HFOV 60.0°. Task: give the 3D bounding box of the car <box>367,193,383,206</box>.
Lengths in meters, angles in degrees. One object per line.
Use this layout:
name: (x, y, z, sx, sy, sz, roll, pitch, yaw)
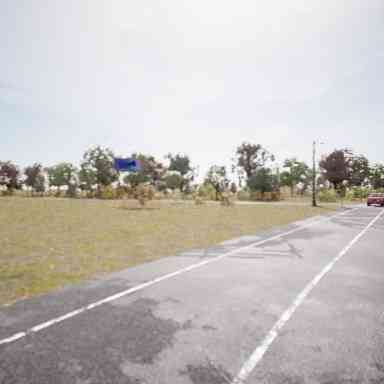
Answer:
car: (29.887, 1.253, 54.079, 2.150, 2.045, 5.566, 0, 0, 33)
